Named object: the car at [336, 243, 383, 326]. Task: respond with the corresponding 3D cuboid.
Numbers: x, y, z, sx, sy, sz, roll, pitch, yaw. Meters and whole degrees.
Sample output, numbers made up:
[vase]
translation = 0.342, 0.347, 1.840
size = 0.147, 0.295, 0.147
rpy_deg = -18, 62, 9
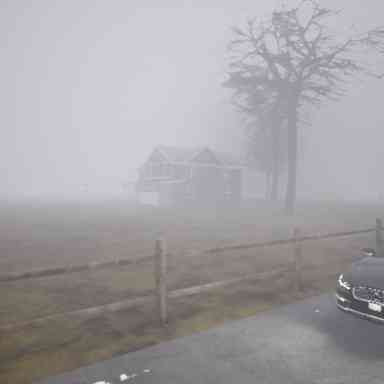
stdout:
[car]
translation = 4.759, 1.506, 6.462
size = 4.892, 1.490, 1.837
rpy_deg = 0, 0, -35
